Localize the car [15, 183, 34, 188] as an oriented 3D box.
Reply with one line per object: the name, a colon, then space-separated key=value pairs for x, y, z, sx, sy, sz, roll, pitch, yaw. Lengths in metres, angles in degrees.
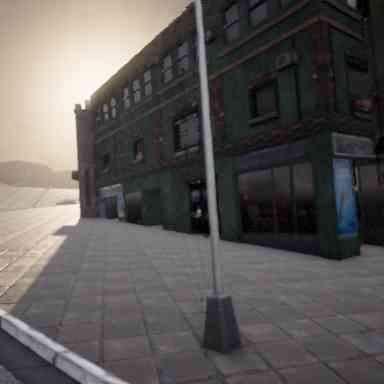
car: x=-42.756 y=-1.487 z=82.820 sx=2.185 sy=1.767 sz=4.553 roll=-5 pitch=-3 yaw=22

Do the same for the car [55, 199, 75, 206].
car: x=-24.735 y=2.042 z=64.783 sx=1.994 sy=1.385 sz=4.181 roll=-5 pitch=-1 yaw=15

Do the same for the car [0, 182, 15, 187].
car: x=-44.868 y=-1.494 z=77.713 sx=2.097 sy=1.535 sz=5.008 roll=-5 pitch=-3 yaw=24
